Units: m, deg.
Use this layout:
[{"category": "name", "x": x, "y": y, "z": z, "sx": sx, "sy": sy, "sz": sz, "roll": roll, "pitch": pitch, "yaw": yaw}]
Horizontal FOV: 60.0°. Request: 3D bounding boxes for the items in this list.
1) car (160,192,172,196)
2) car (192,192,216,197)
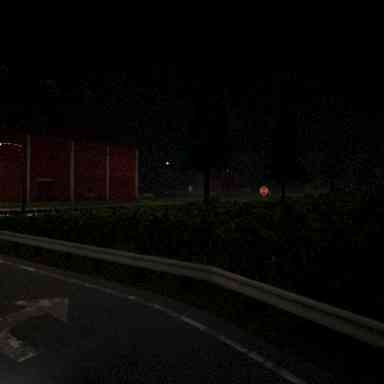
[{"category": "car", "x": -6.912, "y": 0.759, "z": 87.206, "sx": 1.816, "sy": 1.474, "sz": 4.193, "roll": 1, "pitch": 1, "yaw": 36}, {"category": "car", "x": 2.678, "y": 1.116, "z": 54.040, "sx": 2.128, "sy": 1.511, "sz": 4.902, "roll": 1, "pitch": 0, "yaw": 37}]
